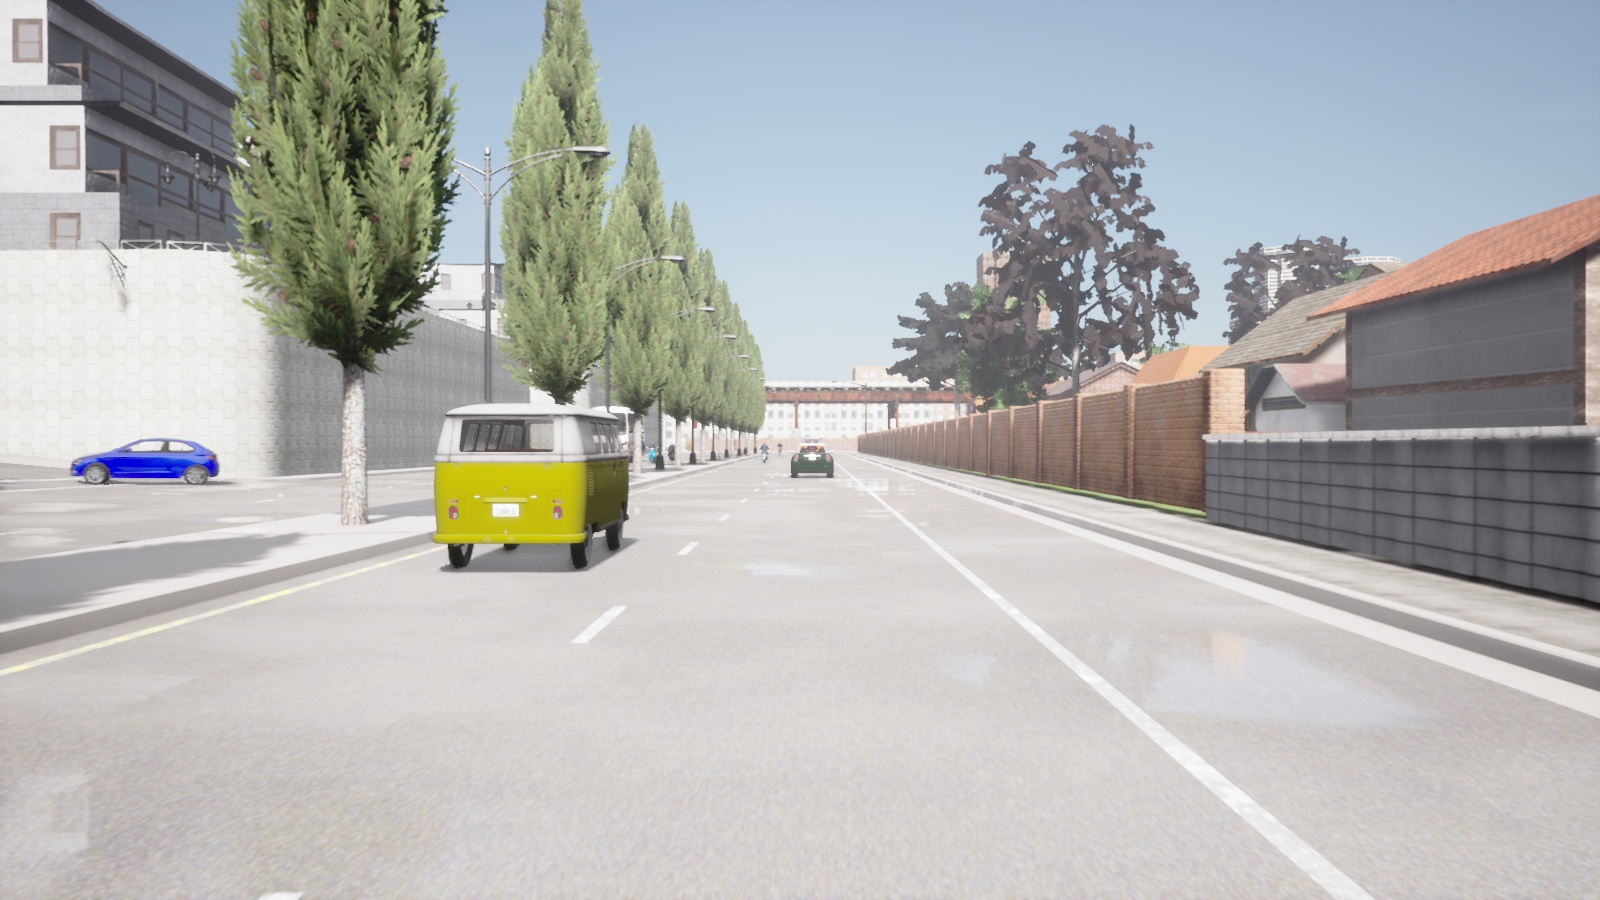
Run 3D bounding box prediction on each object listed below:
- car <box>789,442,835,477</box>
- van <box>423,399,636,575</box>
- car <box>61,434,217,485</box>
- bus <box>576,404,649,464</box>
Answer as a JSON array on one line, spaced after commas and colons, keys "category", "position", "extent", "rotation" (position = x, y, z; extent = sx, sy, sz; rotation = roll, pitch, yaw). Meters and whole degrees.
[{"category": "car", "position": [0.523, 0.402, 55.103], "extent": [1.970, 1.475, 3.806], "rotation": [0, 0, 1]}, {"category": "van", "position": [-3.336, 0.404, 16.348], "extent": [1.775, 1.987, 4.442], "rotation": [0, 0, 1]}, {"category": "car", "position": [-20.595, 0.305, 39.325], "extent": [4.193, 1.474, 1.816], "rotation": [1, 1, -23]}, {"category": "bus", "position": [-14.103, -1.178, 95.394], "extent": [3.944, 4.253, 10.273], "rotation": [0, 0, 1]}]
